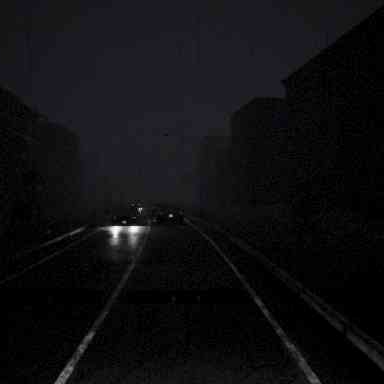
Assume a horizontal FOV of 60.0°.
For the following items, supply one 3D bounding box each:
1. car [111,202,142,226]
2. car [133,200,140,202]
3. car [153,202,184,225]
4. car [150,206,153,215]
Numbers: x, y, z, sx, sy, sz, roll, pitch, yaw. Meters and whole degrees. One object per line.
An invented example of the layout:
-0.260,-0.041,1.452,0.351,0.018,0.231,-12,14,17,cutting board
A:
-4.853,1.677,24.837,2.033,1.411,5.357,0,-1,-7,car
-11.007,2.341,65.986,1.837,1.490,4.892,0,1,-9,car
-1.722,1.674,25.182,1.994,1.385,4.181,0,-1,-7,car
-4.059,2.083,41.298,1.837,1.490,4.892,0,-2,-9,car
